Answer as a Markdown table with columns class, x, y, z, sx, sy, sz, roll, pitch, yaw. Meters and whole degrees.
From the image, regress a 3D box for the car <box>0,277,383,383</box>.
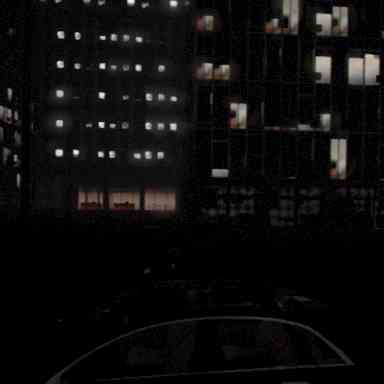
| class | x | y | z | sx | sy | sz | roll | pitch | yaw |
| --- | --- | --- | --- | --- | --- | --- | --- | --- | --- |
| car | -0.156 | 1.558 | 3.089 | 4.403 | 1.369 | 2.008 | 1 | 0 | -4 |
